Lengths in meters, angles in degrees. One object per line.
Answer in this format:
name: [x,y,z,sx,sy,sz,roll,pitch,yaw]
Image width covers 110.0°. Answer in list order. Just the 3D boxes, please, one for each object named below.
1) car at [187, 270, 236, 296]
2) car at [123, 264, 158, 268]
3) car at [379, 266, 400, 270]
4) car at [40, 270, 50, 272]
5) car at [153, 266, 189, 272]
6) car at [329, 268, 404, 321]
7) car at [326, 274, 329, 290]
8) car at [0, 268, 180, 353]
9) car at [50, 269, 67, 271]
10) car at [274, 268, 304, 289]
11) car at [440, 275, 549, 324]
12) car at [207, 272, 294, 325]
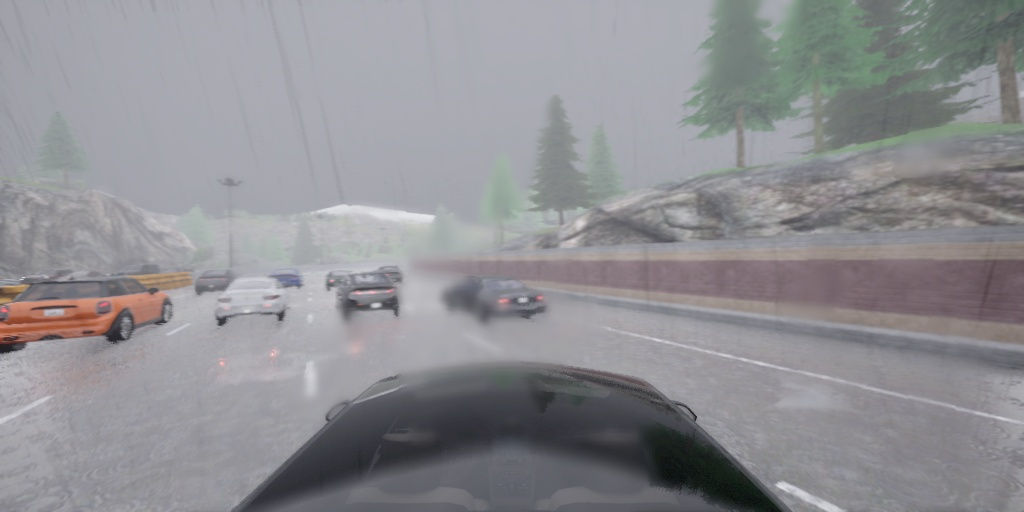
car: [-19.065,1.701,23.619,2.128,1.511,4.902,-1,0,-28]
car: [-41.310,1.934,39.575,2.150,2.045,5.566,-1,0,-19]
car: [-9.934,1.546,28.815,1.837,1.490,4.892,-1,0,-27]
car: [-47.862,2.192,37.249,2.097,1.767,4.553,-1,0,-19]
car: [-38.027,2.143,40.869,2.128,1.511,4.902,-1,0,-19]
car: [-5.456,1.389,13.437,2.128,1.511,4.902,-1,0,-29]
car: [-12.289,1.678,25.760,1.895,1.301,4.718,-1,0,-28]
car: [-11.660,1.366,10.187,2.097,1.767,4.553,-1,0,-29]
car: [-44.055,2.287,36.882,1.812,1.442,4.674,-1,0,-19]
car: [-16.702,1.648,26.695,1.882,1.535,5.008,-1,0,-27]
car: [-0.858,1.349,12.352,2.033,1.411,5.357,-1,0,-29]
car: [-9.238,1.500,13.042,1.812,1.442,4.674,-1,0,-29]
